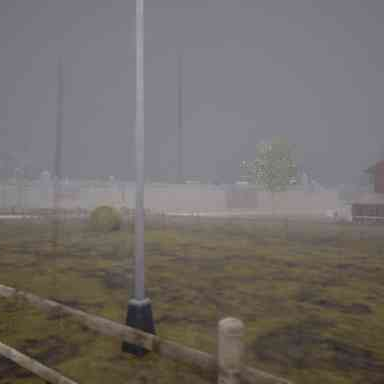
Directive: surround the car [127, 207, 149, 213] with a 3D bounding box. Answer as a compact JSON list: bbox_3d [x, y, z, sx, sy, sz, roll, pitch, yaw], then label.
[{"bbox_3d":[-10.997,3.603,67.853,1.895,1.301,4.718,0,-2,35],"label":"car"}]
